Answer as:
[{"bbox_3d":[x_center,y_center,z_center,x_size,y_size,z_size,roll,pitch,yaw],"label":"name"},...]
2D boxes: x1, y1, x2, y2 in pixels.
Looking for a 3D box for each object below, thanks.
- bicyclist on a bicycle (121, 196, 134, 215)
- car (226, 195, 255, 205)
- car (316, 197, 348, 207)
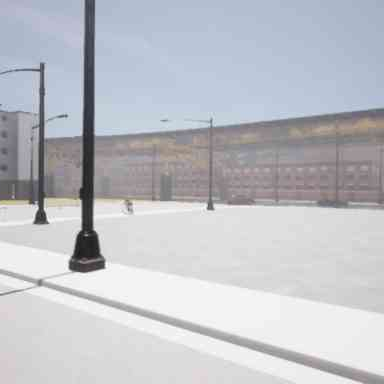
[{"bbox_3d":[-5.801,1.217,29.955,1.656,1.620,0.582,1,1,34],"label":"bicyclist on a bicycle"},{"bbox_3d":[7.805,1.224,53.162,4.553,1.767,2.097,0,1,-18],"label":"car"},{"bbox_3d":[22.061,1.607,52.374,4.674,1.442,1.812,1,1,18],"label":"car"}]
